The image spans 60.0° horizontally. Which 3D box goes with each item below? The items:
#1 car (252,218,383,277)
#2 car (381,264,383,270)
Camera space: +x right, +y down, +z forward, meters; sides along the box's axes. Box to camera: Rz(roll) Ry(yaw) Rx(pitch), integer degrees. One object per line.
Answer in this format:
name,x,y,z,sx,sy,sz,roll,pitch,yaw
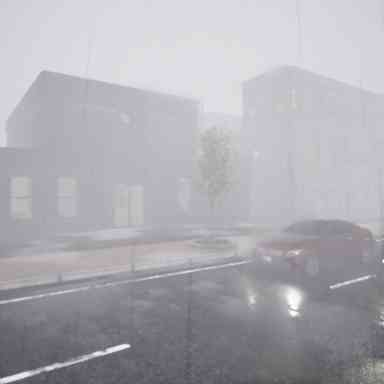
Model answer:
car,3.962,1.562,10.477,4.674,1.442,1.812,0,0,-35
car,7.289,1.264,8.851,5.566,2.045,2.150,0,0,-35
